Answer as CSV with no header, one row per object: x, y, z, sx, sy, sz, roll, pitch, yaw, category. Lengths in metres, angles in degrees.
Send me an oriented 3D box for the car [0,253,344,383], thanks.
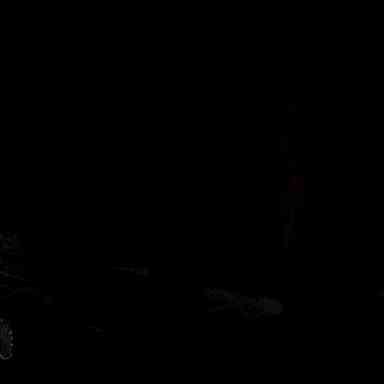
-0.668,1.531,4.154,4.674,1.442,1.812,0,0,35,car
